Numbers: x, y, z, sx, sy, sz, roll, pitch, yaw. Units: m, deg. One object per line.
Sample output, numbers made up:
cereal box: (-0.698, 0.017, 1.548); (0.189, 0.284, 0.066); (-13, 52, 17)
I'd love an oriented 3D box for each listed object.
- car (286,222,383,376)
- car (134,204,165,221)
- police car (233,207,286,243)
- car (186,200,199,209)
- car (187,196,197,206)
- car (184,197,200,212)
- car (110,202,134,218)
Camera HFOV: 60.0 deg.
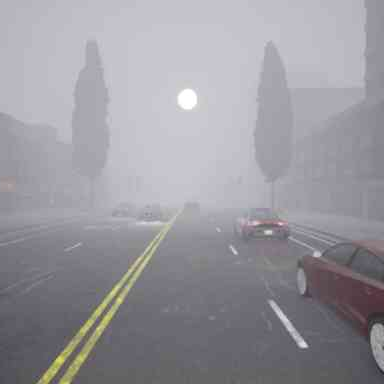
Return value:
car: (3.249, 1.476, 5.483); (1.882, 1.535, 5.008); (0, 0, 0)
car: (-3.334, 1.683, 28.043); (1.994, 1.385, 4.181); (0, -1, 0)
police car: (3.247, 1.537, 16.487); (2.038, 1.542, 4.974); (0, 0, 0)
car: (0.090, 1.995, 55.452); (2.033, 1.411, 5.357); (0, -1, 0)
car: (-0.013, 2.034, 73.780); (2.150, 2.045, 5.566); (0, -1, 0)
car: (-0.012, 1.755, 43.599); (1.882, 1.535, 5.008); (0, -1, 0)
car: (-6.556, 1.712, 32.956); (2.033, 1.411, 5.357); (0, -1, 1)
